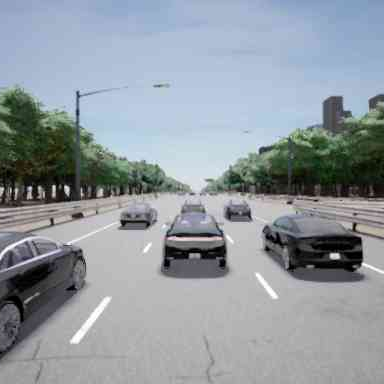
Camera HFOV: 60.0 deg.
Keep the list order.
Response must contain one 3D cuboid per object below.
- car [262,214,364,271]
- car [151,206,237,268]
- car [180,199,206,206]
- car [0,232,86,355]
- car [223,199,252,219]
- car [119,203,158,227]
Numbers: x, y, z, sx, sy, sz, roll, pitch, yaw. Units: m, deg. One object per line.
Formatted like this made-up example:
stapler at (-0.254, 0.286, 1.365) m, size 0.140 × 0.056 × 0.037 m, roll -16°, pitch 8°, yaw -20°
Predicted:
car at (3.584, 1.433, 10.791) m, size 1.882 × 1.535 × 5.008 m, roll 0°, pitch 0°, yaw 0°
car at (0.085, 1.445, 11.082) m, size 2.128 × 1.511 × 4.902 m, roll 0°, pitch 0°, yaw 0°
car at (0.096, 1.339, 26.938) m, size 2.128 × 1.511 × 4.902 m, roll 0°, pitch 0°, yaw 0°
car at (-3.442, 1.468, 6.007) m, size 2.128 × 1.511 × 4.902 m, roll 0°, pitch 0°, yaw 0°
car at (3.595, 1.339, 26.924) m, size 2.128 × 1.511 × 4.902 m, roll 0°, pitch 0°, yaw 0°
car at (-3.432, 1.437, 22.059) m, size 2.033 × 1.411 × 5.357 m, roll 0°, pitch 1°, yaw 1°
